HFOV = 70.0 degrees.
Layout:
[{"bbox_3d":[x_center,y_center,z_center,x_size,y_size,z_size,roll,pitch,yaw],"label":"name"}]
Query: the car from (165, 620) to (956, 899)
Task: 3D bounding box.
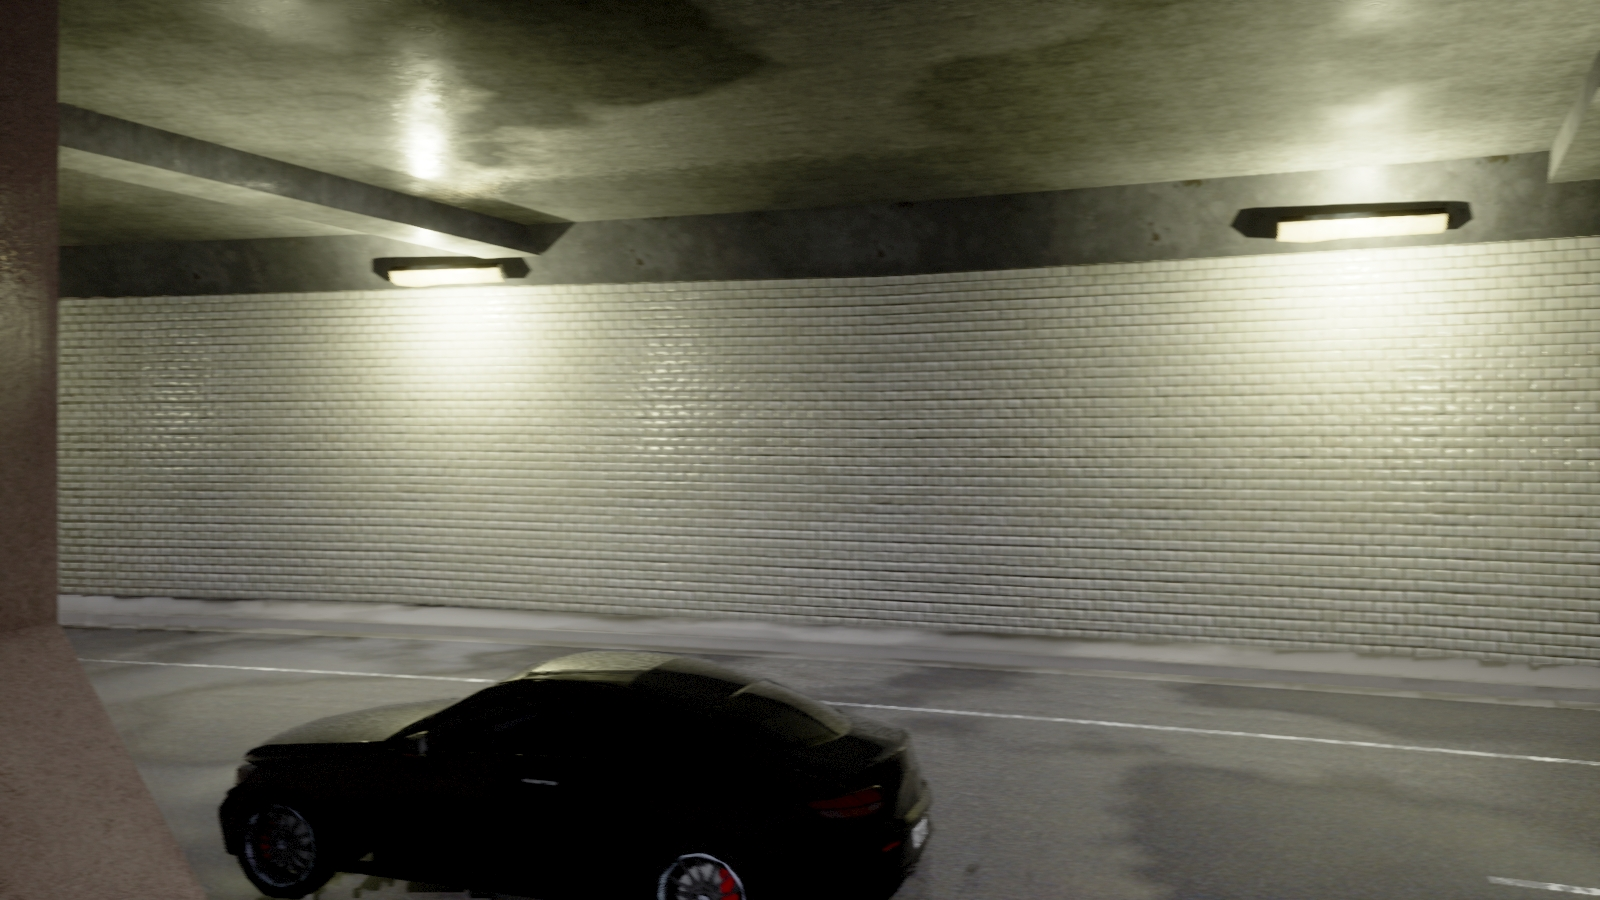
[{"bbox_3d":[-1.483,2.079,7.459,4.674,1.442,2.002,0,0,18],"label":"car"}]
